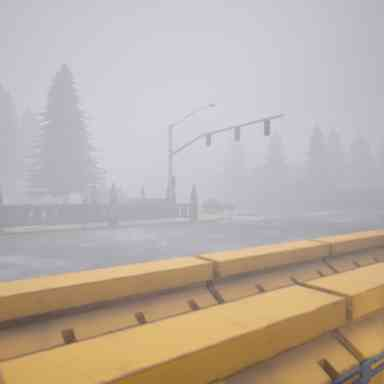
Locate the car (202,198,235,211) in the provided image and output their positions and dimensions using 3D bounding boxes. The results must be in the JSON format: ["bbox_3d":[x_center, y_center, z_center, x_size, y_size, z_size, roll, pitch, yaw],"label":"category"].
[{"bbox_3d":[3.051,1.494,39.655,1.812,1.442,4.674,0,0,-35],"label":"car"}]
